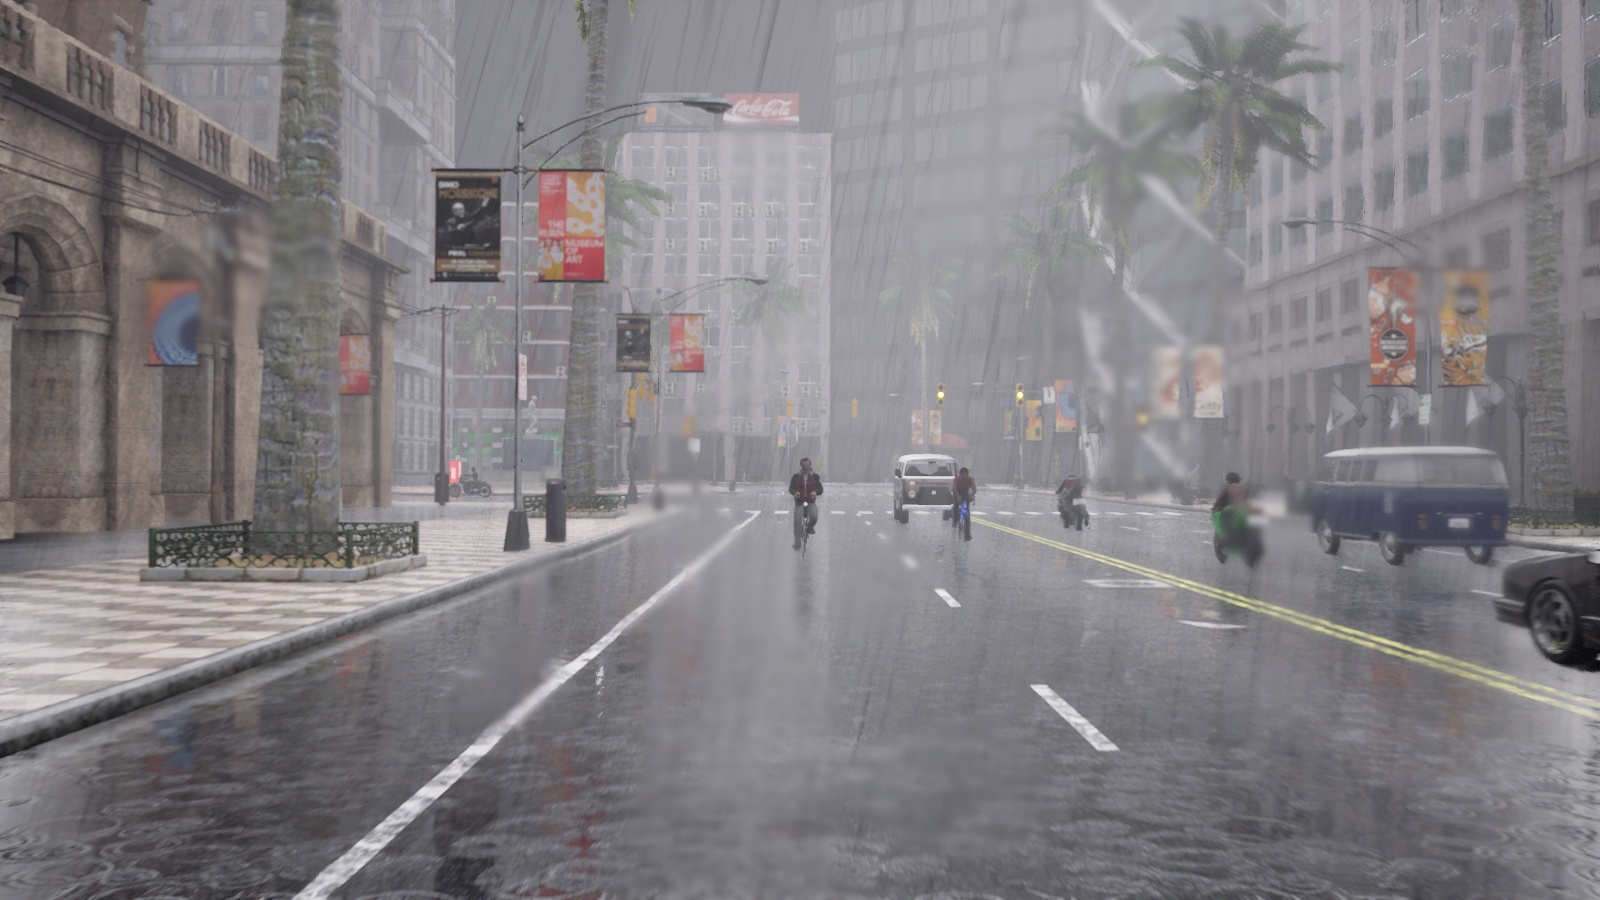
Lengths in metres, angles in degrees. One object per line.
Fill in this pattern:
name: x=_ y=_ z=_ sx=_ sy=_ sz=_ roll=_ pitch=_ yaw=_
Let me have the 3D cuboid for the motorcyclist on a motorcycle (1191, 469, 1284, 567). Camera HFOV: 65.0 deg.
motorcyclist on a motorcycle: x=7.107 y=1.084 z=20.526 sx=0.797 sy=1.523 sz=2.044 roll=0 pitch=-2 yaw=1

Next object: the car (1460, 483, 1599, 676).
car: x=6.995 y=0.967 z=8.686 sx=2.033 sy=1.411 sz=5.357 roll=0 pitch=-1 yaw=0

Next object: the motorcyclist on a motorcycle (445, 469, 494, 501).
motorcyclist on a motorcycle: x=-17.519 y=1.870 z=66.598 sx=2.350 sy=1.649 sz=0.766 roll=-1 pitch=-1 yaw=0

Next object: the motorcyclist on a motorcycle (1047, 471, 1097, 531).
motorcyclist on a motorcycle: x=7.238 y=1.340 z=33.489 sx=0.866 sy=1.530 sz=2.191 roll=0 pitch=-1 yaw=0

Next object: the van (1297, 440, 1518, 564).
van: x=10.634 y=0.872 z=22.387 sx=1.775 sy=1.987 sz=4.442 roll=0 pitch=-1 yaw=0

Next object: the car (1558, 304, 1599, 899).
car: x=3.496 y=0.536 z=1.195 sx=2.150 sy=2.045 sz=5.566 roll=0 pitch=-1 yaw=0

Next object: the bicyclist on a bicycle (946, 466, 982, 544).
bicyclist on a bicycle: x=3.596 y=1.183 z=27.671 sx=0.582 sy=1.620 sz=1.656 roll=0 pitch=0 yaw=0

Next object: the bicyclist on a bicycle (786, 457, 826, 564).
bicyclist on a bicycle: x=0.102 y=1.022 z=21.799 sx=0.659 sy=1.776 sz=1.843 roll=0 pitch=-1 yaw=0

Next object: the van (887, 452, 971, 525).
van: x=3.753 y=1.102 z=37.266 sx=2.069 sy=2.038 sz=4.480 roll=0 pitch=-1 yaw=0
